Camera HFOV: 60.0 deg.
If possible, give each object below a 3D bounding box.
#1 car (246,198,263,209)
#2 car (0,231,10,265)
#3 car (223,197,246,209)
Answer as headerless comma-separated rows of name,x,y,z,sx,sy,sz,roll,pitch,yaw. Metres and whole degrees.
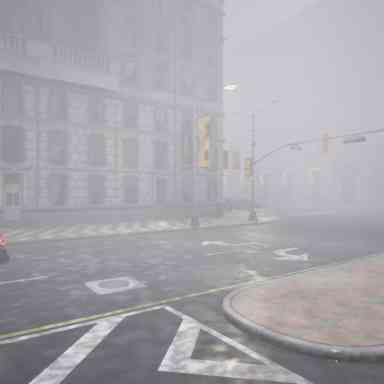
car,7.371,1.547,46.323,2.033,1.411,5.357,0,0,-36
car,-7.353,1.352,8.583,4.553,1.767,2.097,0,0,-35
car,4.495,1.505,44.335,1.837,1.490,4.892,0,0,-36
